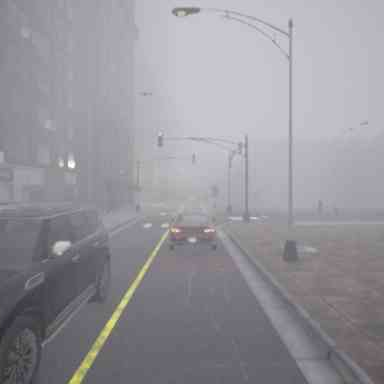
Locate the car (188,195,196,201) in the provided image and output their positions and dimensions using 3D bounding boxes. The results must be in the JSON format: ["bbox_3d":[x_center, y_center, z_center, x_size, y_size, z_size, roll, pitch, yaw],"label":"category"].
[{"bbox_3d":[-0.037,1.547,82.003,1.812,1.442,4.674,0,0,0],"label":"car"}]

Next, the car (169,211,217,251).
[{"bbox_3d":[0.049,1.522,14.026,1.812,1.442,4.674,0,0,1],"label":"car"}]

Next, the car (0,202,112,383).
[{"bbox_3d":[-2.846,1.220,5.275,2.150,2.045,5.566,0,0,0],"label":"car"}]
